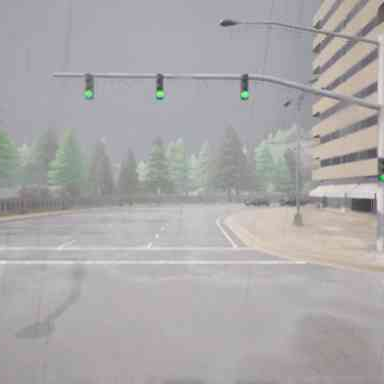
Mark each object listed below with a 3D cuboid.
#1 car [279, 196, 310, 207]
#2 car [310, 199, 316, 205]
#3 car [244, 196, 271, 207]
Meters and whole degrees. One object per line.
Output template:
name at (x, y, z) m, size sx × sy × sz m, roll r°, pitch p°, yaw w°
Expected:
car at (14.985, 1.435, 49.592) m, size 4.674 × 1.442 × 1.812 m, roll 0°, pitch 0°, yaw -33°
car at (18.365, 1.396, 55.434) m, size 4.902 × 1.511 × 2.128 m, roll 0°, pitch 0°, yaw -22°
car at (9.764, 1.389, 49.546) m, size 4.902 × 1.511 × 2.128 m, roll 0°, pitch 0°, yaw -42°
